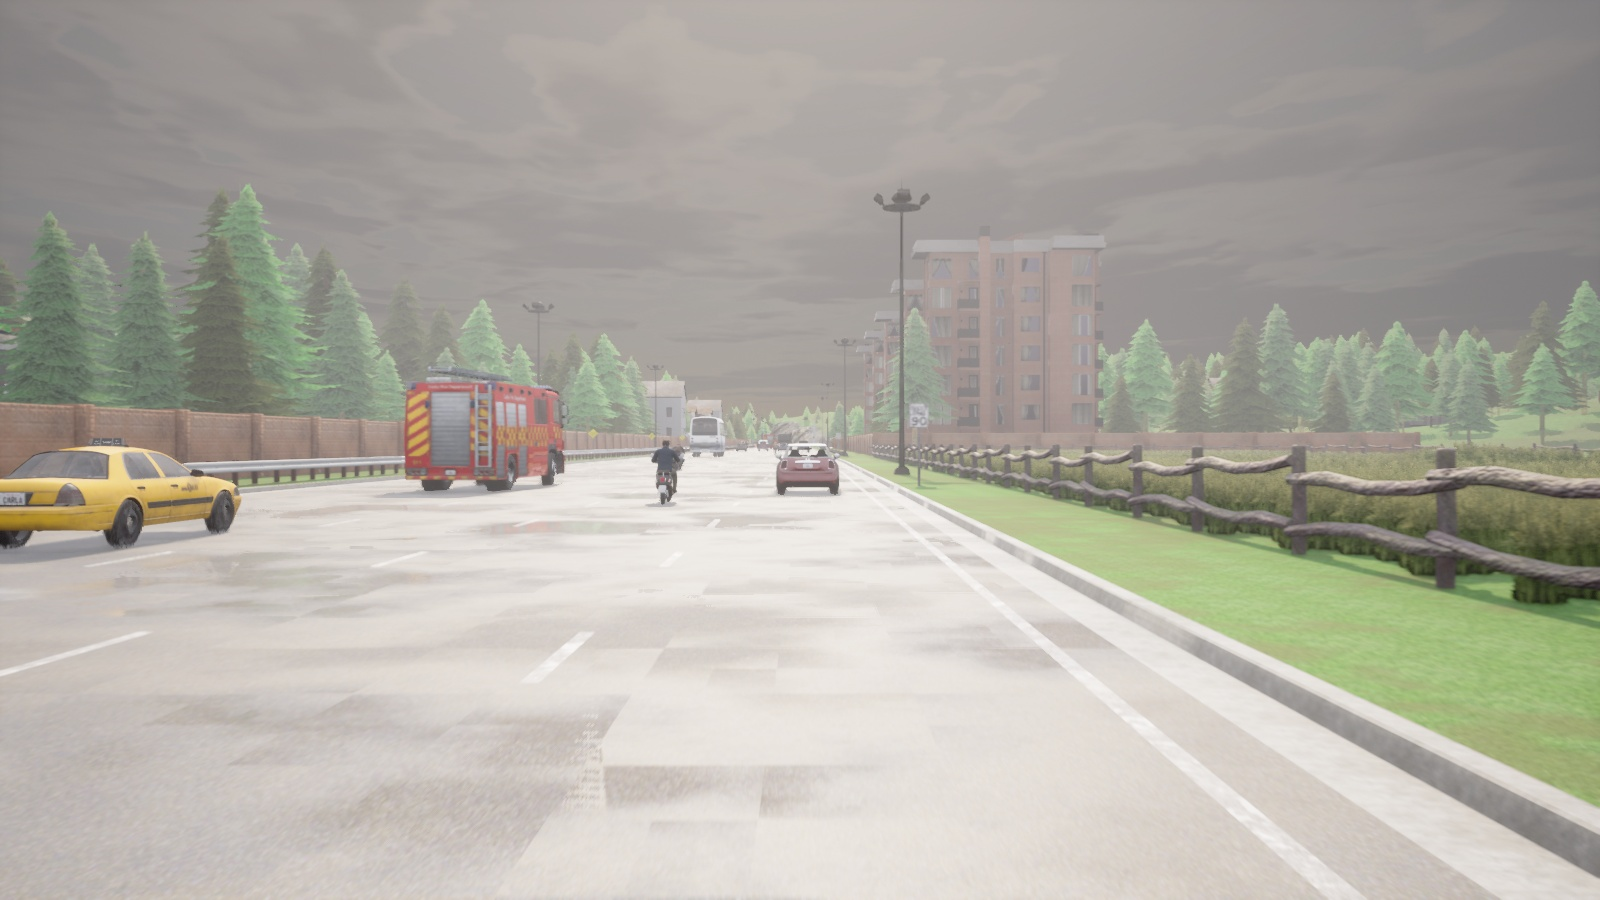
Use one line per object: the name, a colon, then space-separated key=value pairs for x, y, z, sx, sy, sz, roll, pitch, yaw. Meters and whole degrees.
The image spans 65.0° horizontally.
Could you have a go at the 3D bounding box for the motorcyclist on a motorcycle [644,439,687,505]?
motorcyclist on a motorcycle: x=-3.309 y=0.522 z=31.056 sx=0.866 sy=1.590 sz=1.817 roll=0 pitch=0 yaw=0

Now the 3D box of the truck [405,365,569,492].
truck: x=-10.240 y=-0.664 z=42.193 sx=2.891 sy=3.827 sz=8.468 roll=0 pitch=0 yaw=4

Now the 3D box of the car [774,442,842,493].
car: x=0.232 y=0.496 z=38.259 sx=1.970 sy=1.475 sz=3.806 roll=0 pitch=0 yaw=0

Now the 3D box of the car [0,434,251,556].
car: x=-10.377 y=0.570 z=18.950 sx=1.801 sy=1.575 sz=5.366 roll=0 pitch=0 yaw=0
